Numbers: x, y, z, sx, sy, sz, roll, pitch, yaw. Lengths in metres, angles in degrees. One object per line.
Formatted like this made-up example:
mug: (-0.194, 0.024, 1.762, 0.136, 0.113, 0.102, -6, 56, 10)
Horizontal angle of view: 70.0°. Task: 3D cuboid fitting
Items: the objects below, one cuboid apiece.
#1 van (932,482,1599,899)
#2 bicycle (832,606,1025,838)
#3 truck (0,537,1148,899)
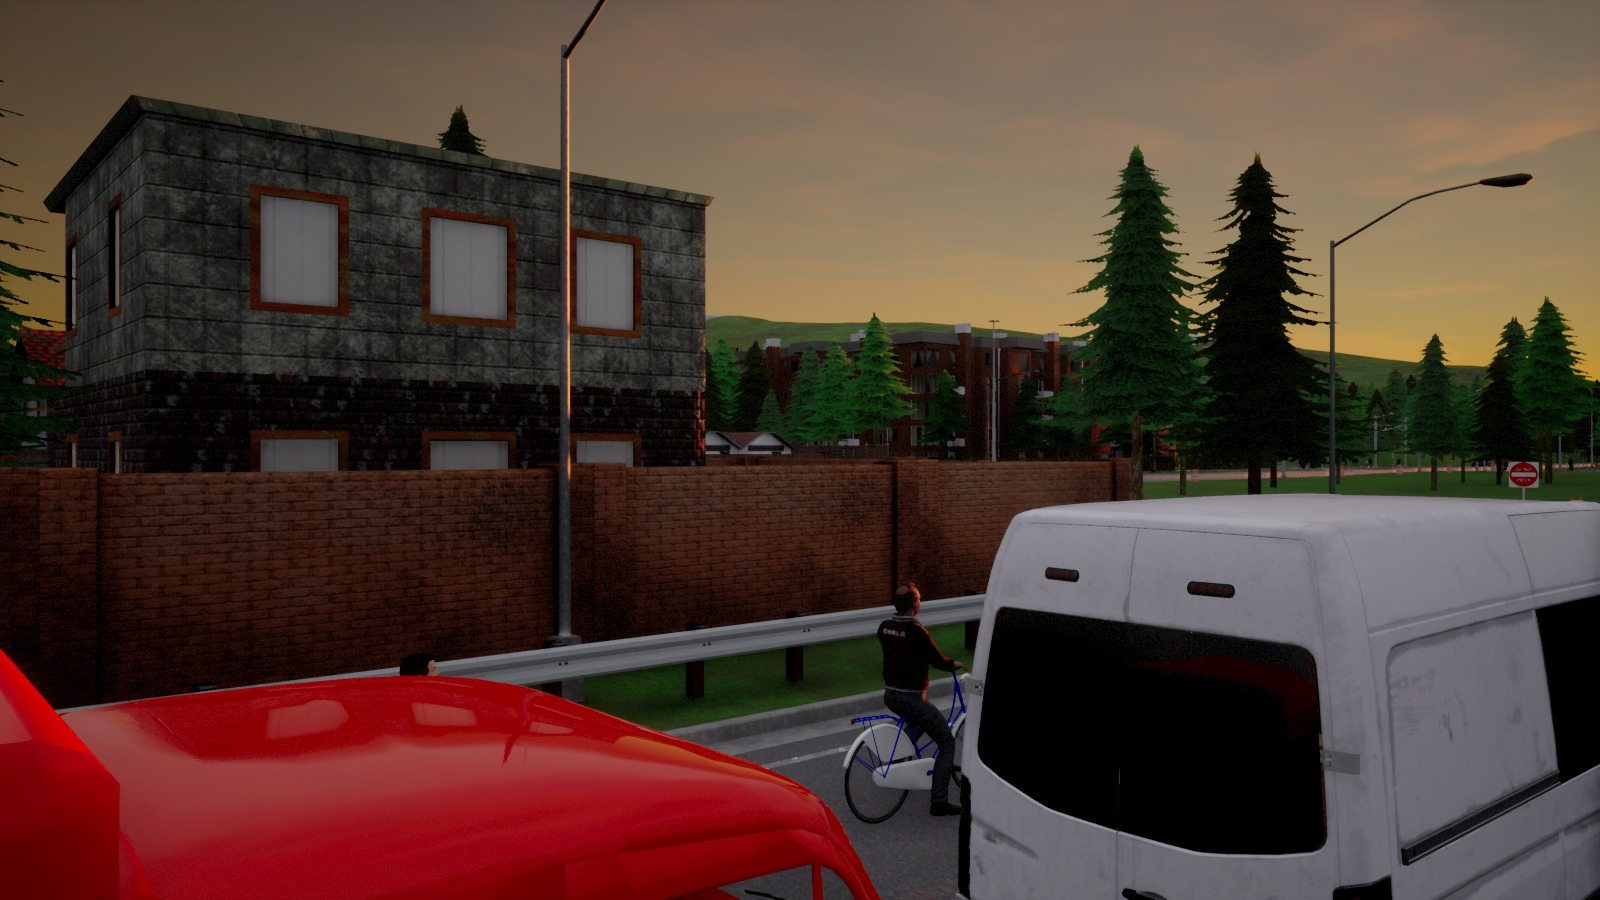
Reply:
van: (3.509, 1.534, 6.458, 5.915, 2.561, 1.988, 0, 0, -40)
bicycle: (1.045, 2.060, 8.955, 1.835, 1.471, 0.329, 0, 0, -40)
truck: (-2.109, 1.568, 1.686, 5.204, 2.467, 2.627, 0, 0, -40)
